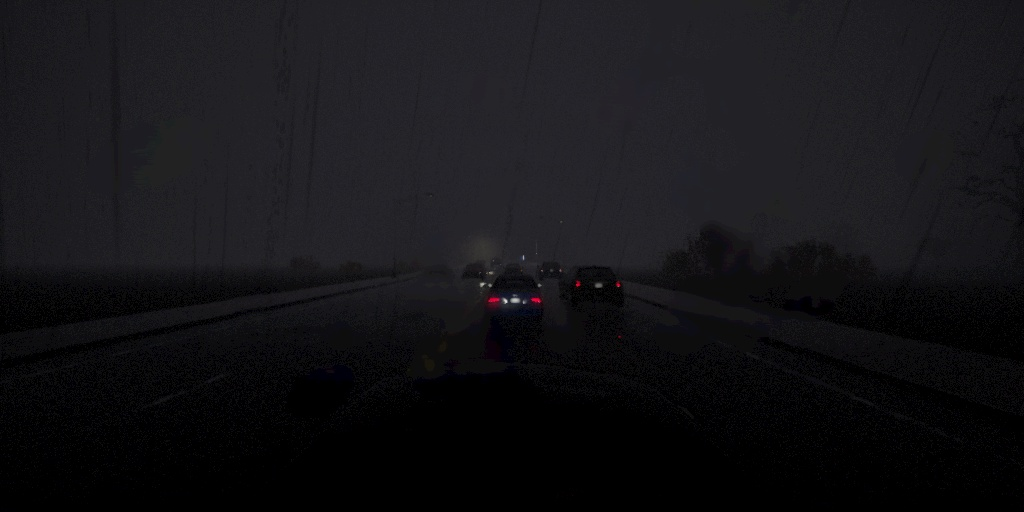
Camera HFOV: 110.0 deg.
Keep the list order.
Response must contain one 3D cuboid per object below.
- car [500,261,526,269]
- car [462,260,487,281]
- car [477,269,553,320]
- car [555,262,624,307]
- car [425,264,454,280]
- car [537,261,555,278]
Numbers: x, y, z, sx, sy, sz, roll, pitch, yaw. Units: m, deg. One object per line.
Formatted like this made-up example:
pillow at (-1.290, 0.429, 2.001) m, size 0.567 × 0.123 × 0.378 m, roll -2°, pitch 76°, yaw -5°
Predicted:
car at (0.105, 1.432, 33.715) m, size 1.812 × 1.442 × 4.674 m, roll 0°, pitch 0°, yaw 0°
car at (-3.341, 1.378, 32.470) m, size 1.882 × 1.535 × 5.008 m, roll 0°, pitch 0°, yaw 0°
car at (0.097, 1.352, 12.894) m, size 2.033 × 1.411 × 5.357 m, roll 0°, pitch 0°, yaw 0°
car at (3.348, 1.170, 15.946) m, size 2.097 × 1.767 × 4.553 m, roll 0°, pitch 0°, yaw 0°
car at (-6.589, 1.467, 33.117) m, size 1.994 × 1.385 × 4.181 m, roll 0°, pitch 0°, yaw 0°
car at (3.354, 1.252, 32.480) m, size 2.097 × 1.767 × 4.553 m, roll 0°, pitch 0°, yaw 0°
